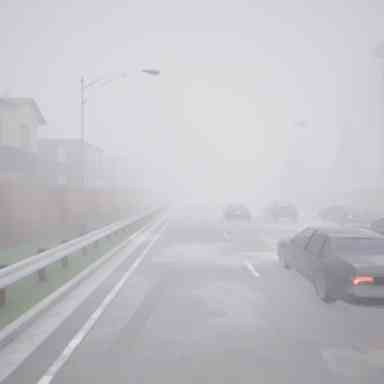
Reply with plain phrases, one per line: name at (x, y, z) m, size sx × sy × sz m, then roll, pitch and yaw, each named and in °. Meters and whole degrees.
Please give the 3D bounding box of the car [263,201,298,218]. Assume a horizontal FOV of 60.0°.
car at (7.072, 1.481, 26.861) m, size 2.128 × 1.511 × 4.902 m, roll 0°, pitch 0°, yaw 0°

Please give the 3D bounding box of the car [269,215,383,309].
car at (3.542, 1.544, 8.127) m, size 2.033 × 1.411 × 5.357 m, roll 0°, pitch 0°, yaw 1°

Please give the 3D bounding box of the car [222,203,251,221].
car at (3.576, 1.553, 27.456) m, size 1.994 × 1.385 × 4.181 m, roll 0°, pitch 0°, yaw 0°

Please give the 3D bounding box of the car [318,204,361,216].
car at (10.545, 1.538, 23.126) m, size 2.033 × 1.411 × 5.357 m, roll 0°, pitch 0°, yaw 1°

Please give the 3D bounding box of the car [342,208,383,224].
car at (7.064, 1.473, 10.871) m, size 1.882 × 1.535 × 5.008 m, roll 0°, pitch 0°, yaw 0°
